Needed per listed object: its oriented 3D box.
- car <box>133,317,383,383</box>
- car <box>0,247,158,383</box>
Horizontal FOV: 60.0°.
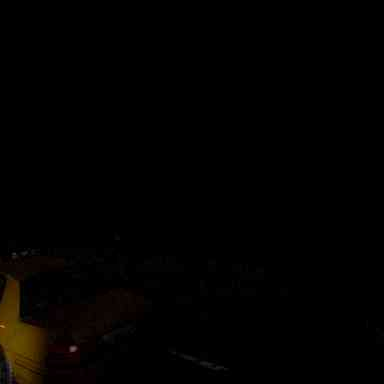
[{"bbox_3d":[2.026,1.551,1.646,4.403,1.369,2.008,0,1,35],"label":"car"},{"bbox_3d":[-2.661,1.524,4.986,4.829,1.417,1.752,0,1,35],"label":"car"}]
